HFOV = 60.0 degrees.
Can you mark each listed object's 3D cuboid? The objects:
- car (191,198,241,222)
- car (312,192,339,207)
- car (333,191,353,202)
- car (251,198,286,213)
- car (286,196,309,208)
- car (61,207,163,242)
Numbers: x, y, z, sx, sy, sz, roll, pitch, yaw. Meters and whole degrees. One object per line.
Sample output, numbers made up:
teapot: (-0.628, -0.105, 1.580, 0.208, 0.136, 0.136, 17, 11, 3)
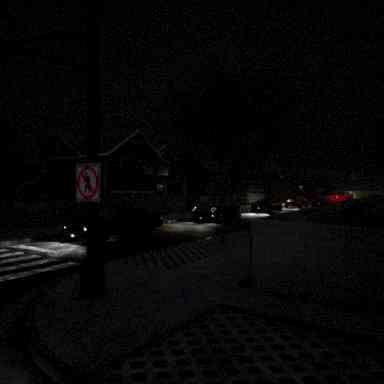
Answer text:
car: (1.857, 1.187, 24.671, 2.097, 1.767, 4.553, 0, 1, 34)
car: (16.083, 1.145, 40.519, 1.882, 1.535, 5.008, 0, 1, 35)
car: (21.934, 0.802, 48.679, 2.150, 2.045, 5.566, 0, 1, 38)
car: (7.395, 1.319, 32.869, 1.994, 1.385, 4.181, 0, 1, 35)
car: (13.022, 1.197, 41.117, 1.812, 1.442, 4.674, 0, 1, 34)
car: (-3.654, 1.460, 16.469, 2.033, 1.411, 5.357, 0, 1, 34)
